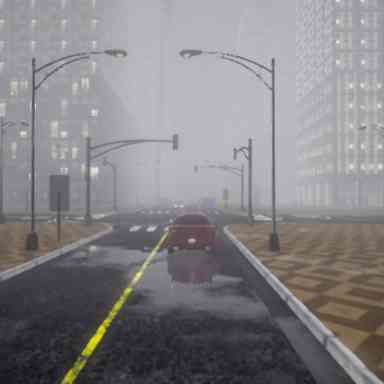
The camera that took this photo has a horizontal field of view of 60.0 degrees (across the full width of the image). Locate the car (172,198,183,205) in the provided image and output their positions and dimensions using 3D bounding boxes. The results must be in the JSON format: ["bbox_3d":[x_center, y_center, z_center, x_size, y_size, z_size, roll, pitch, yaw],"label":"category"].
[{"bbox_3d":[-3.033,2.315,77.263,1.895,1.301,4.718,0,-1,0],"label":"car"}]

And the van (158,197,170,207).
[{"bbox_3d":[-5.765,1.945,64.746,1.690,1.788,3.998,0,-1,0],"label":"van"}]

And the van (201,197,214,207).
[{"bbox_3d":[2.686,1.842,53.640,1.690,1.788,3.998,0,-1,0],"label":"van"}]

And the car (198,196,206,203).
[{"bbox_3d":[2.720,2.174,92.410,2.192,1.841,5.009,0,-1,0],"label":"car"}]

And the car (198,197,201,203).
[{"bbox_3d":[2.678,2.072,81.331,2.192,1.841,5.009,0,-1,0],"label":"car"}]

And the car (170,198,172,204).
[{"bbox_3d":[-5.703,2.323,81.360,1.947,1.339,4.313,0,-1,0],"label":"car"}]

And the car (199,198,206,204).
[{"bbox_3d":[2.698,2.353,86.868,1.887,1.381,4.507,0,-1,0],"label":"car"}]

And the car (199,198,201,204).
[{"bbox_3d":[2.616,2.097,59.176,1.887,1.381,4.507,0,-1,0],"label":"car"}]

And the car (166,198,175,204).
[{"bbox_3d":[-5.682,2.359,86.899,2.008,1.369,4.403,0,-1,0],"label":"car"}]

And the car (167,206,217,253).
[{"bbox_3d":[0.006,1.615,14.472,1.882,1.535,5.008,0,0,0],"label":"car"}]
